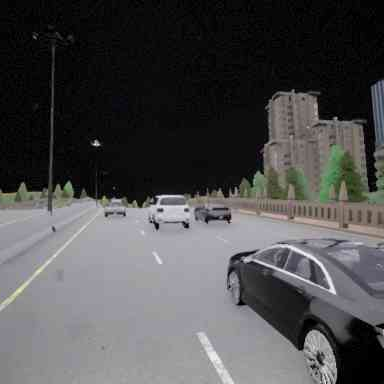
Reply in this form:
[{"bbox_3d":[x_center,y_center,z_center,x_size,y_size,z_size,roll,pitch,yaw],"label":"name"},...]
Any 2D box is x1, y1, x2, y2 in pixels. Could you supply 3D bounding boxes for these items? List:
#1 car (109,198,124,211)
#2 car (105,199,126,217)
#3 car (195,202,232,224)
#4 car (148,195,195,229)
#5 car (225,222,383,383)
[{"bbox_3d":[-9.534,1.563,42.139,1.812,1.442,4.674,0,-1,-12],"label":"car"},{"bbox_3d":[-7.255,1.614,31.616,1.895,1.301,4.718,0,0,-12],"label":"car"},{"bbox_3d":[1.434,1.495,24.561,2.128,1.511,4.902,0,0,-12],"label":"car"},{"bbox_3d":[-1.602,1.229,22.046,2.150,2.045,5.566,0,0,-12],"label":"car"},{"bbox_3d":[2.024,1.489,5.298,2.128,1.511,4.902,0,0,-12],"label":"car"}]
